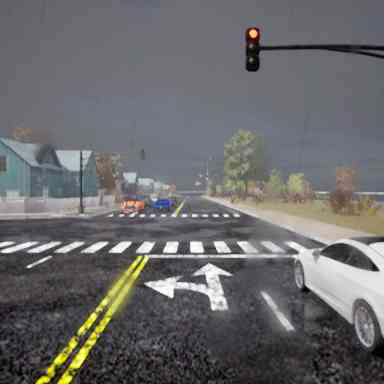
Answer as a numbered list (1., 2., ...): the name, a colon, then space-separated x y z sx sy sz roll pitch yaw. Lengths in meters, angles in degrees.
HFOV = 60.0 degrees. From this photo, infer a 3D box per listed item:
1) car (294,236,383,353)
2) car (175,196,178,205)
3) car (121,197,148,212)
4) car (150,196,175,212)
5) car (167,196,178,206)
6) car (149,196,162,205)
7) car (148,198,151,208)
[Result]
1. car: 3.331 1.526 5.999 1.812 1.442 4.674 0 0 0
2. car: -3.497 1.530 50.266 2.128 1.511 4.902 0 0 0
3. car: -6.718 1.375 38.183 2.097 1.767 4.553 0 0 0
4. car: -3.471 1.502 39.862 1.882 1.535 5.008 0 0 0
5. car: -3.522 1.554 60.435 1.837 1.490 4.892 0 2 0
6. car: -6.764 1.584 62.366 1.812 1.442 4.674 0 0 0
7. car: -6.747 1.584 48.774 2.033 1.411 5.357 0 0 0
